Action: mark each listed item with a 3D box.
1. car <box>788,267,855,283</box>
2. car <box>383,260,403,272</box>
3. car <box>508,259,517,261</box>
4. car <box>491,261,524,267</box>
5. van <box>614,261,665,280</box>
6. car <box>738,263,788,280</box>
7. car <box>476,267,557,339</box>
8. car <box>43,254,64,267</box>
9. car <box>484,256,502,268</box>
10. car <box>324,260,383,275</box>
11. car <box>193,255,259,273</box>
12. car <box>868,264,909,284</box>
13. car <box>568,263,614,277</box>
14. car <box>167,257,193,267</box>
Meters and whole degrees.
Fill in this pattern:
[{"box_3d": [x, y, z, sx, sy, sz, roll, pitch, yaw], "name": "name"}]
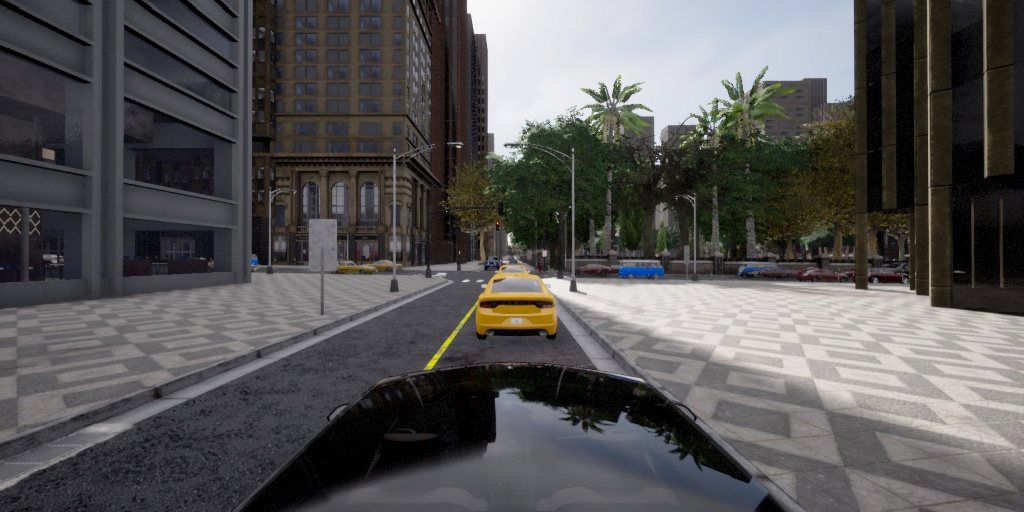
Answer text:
[{"box_3d": [28.512, 1.828, 33.053, 4.207, 1.307, 1.802, 0, 0, 0], "name": "car"}, {"box_3d": [-15.272, 1.099, 41.851, 4.829, 1.417, 1.751, 0, 0, 0], "name": "car"}, {"box_3d": [0.245, 1.358, 54.620, 2.033, 1.411, 5.357, 0, 0, 0], "name": "car"}, {"box_3d": [0.042, 1.233, 20.168, 1.882, 1.535, 5.008, 0, 0, 0], "name": "car"}, {"box_3d": [11.942, 1.313, 33.156, 3.998, 1.789, 1.690, 0, 0, 0], "name": "van"}, {"box_3d": [27.895, 1.816, 38.920, 5.357, 1.411, 2.033, 1, 0, 0], "name": "car"}, {"box_3d": [0.112, 1.229, 10.108, 1.882, 1.535, 5.008, 0, 0, 0], "name": "car"}, {"box_3d": [-43.498, 0.507, 33.502, 4.097, 1.591, 1.967, 0, 0, 0], "name": "car"}, {"box_3d": [-2.975, 1.032, 54.563, 2.150, 2.045, 5.566, 0, 0, 0], "name": "car"}, {"box_3d": [-14.975, 1.051, 33.324, 4.829, 1.417, 1.751, 0, 0, 0], "name": "car"}, {"box_3d": [-26.316, 0.866, 33.395, 4.829, 1.417, 1.751, 0, 0, 0], "name": "car"}, {"box_3d": [34.035, 1.777, 33.019, 4.097, 1.591, 1.967, 0, 0, 0], "name": "car"}, {"box_3d": [8.451, 1.473, 39.040, 4.674, 1.442, 1.812, 1, 0, 0], "name": "car"}, {"box_3d": [-37.782, 0.772, 41.991, 4.313, 1.339, 1.948, 0, 0, 0], "name": "car"}]
